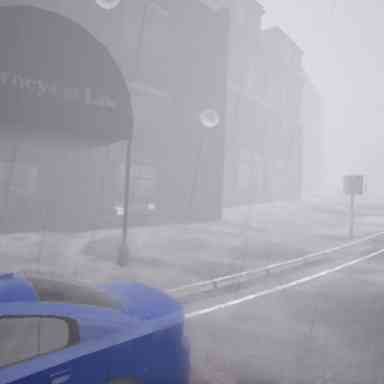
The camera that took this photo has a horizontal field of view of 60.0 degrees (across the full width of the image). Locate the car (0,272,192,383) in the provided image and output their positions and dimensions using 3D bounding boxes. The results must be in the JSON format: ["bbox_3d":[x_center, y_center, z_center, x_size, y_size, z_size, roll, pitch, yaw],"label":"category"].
[{"bbox_3d":[-2.325,1.494,2.484,5.008,1.535,1.882,0,0,-37],"label":"car"}]
